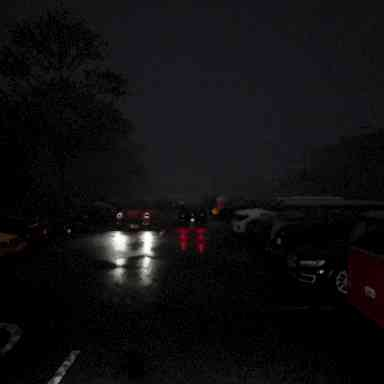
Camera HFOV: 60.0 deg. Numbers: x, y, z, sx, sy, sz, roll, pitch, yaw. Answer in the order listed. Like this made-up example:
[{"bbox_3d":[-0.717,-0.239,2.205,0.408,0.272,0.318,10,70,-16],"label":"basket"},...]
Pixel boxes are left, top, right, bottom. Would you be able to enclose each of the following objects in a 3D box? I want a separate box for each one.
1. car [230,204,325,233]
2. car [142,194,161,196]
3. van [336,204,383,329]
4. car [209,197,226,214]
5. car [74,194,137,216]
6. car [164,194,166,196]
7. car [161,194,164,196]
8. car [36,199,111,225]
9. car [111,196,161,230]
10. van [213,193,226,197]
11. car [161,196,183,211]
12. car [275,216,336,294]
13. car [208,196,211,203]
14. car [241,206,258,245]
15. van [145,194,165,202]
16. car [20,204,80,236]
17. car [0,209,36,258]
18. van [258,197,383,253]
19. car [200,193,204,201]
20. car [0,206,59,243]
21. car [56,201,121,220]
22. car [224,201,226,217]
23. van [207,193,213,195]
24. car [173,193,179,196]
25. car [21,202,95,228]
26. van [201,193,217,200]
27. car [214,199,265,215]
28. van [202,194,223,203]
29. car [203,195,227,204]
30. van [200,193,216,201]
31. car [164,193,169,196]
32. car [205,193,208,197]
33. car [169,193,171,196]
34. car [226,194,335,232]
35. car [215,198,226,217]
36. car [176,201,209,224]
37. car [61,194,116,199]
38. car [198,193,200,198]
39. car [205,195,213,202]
[{"bbox_3d":[4.724,1.463,19.057,4.892,1.521,2.231,0,0,0],"label":"car"},{"bbox_3d":[-8.433,1.544,57.901,4.892,1.521,2.231,0,0,0],"label":"car"},{"bbox_3d":[4.857,1.247,5.036,4.442,1.987,1.878,0,0,0],"label":"van"},{"bbox_3d":[4.514,1.470,30.262,5.366,1.575,1.946,0,0,0],"label":"car"},{"bbox_3d":[-8.356,1.229,32.679,5.566,2.045,2.435,0,0,0],"label":"car"},{"bbox_3d":[-8.418,1.599,69.005,4.792,1.488,2.163,0,0,0],"label":"car"},{"bbox_3d":[-8.247,1.546,60.678,5.366,1.575,1.946,0,0,0],"label":"car"},{"bbox_3d":[-8.364,1.466,24.448,5.008,1.535,2.097,0,0,0],"label":"car"},{"bbox_3d":[-3.363,1.335,20.903,2.097,1.767,4.553,0,0,0],"label":"car"},{"bbox_3d":[4.807,1.261,35.870,4.442,1.987,1.878,0,0,0],"label":"van"},{"bbox_3d":[-3.510,1.571,42.137,5.357,1.411,2.033,0,0,43],"label":"car"},{"bbox_3d":[4.743,1.472,7.840,4.892,1.521,2.231,0,0,0],"label":"car"},{"bbox_3d":[4.710,1.530,41.476,4.792,1.488,2.163,0,0,0],"label":"car"},{"bbox_3d":[4.734,1.466,13.446,5.008,1.535,2.097,0,0,0],"label":"car"},{"bbox_3d":[-8.578,1.364,77.332,4.442,1.987,1.878,0,0,0],"label":"van"},{"bbox_3d":[-8.326,1.496,16.093,4.792,1.488,2.163,0,0,0],"label":"car"},{"bbox_3d":[-8.161,1.467,10.522,5.366,1.575,1.946,0,0,0],"label":"car"},{"bbox_3d":[4.617,1.243,10.642,4.442,1.987,1.878,0,0,0],"label":"van"},{"bbox_3d":[4.680,1.290,58.296,5.566,2.045,2.435,0,0,0],"label":"car"},{"bbox_3d":[-8.345,1.468,13.308,5.008,1.535,2.097,0,0,0],"label":"car"},{"bbox_3d":[-8.372,1.509,27.109,4.674,1.452,2.002,0,0,0],"label":"car"},{"bbox_3d":[4.744,1.492,21.855,4.792,1.488,2.163,0,0,0],"label":"car"},{"bbox_3d":[4.788,1.288,47.083,4.442,1.987,1.878,0,0,0],"label":"van"},{"bbox_3d":[-3.391,1.644,86.357,1.812,1.442,4.674,0,0,0],"label":"car"},{"bbox_3d":[-8.389,1.494,18.878,4.792,1.488,2.163,0,0,0],"label":"car"},{"bbox_3d":[4.706,1.348,94.743,4.442,1.987,1.878,0,0,0],"label":"van"},{"bbox_3d":[4.666,1.509,33.066,4.792,1.488,2.163,0,0,0],"label":"car"},{"bbox_3d":[4.511,1.350,72.312,4.442,1.987,1.878,0,0,0],"label":"van"},{"bbox_3d":[4.606,1.437,66.706,4.553,1.767,2.185,0,0,0],"label":"car"},{"bbox_3d":[4.477,1.358,91.941,4.442,1.987,1.878,0,0,0],"label":"van"},{"bbox_3d":[-8.480,1.325,71.781,5.566,2.045,2.435,0,0,0],"label":"car"},{"bbox_3d":[4.635,1.395,49.886,4.553,1.767,2.185,0,0,0],"label":"car"},{"bbox_3d":[-8.494,1.346,80.108,5.566,2.045,2.435,0,0,0],"label":"car"},{"bbox_3d":[4.696,1.213,16.250,5.566,2.045,2.435,0,0,0],"label":"car"},{"bbox_3d":[4.710,1.467,27.463,5.008,1.535,2.097,0,0,0],"label":"car"},{"bbox_3d":[0.042,1.586,24.403,1.895,1.301,4.718,0,0,0],"label":"car"},{"bbox_3d":[-8.350,1.223,30.017,5.566,2.045,2.435,0,0,0],"label":"car"},{"bbox_3d":[4.646,1.339,77.920,5.566,2.045,2.435,0,0,0],"label":"car"},{"bbox_3d":[4.681,1.507,44.279,5.008,1.535,2.097,0,0,0],"label":"car"}]
